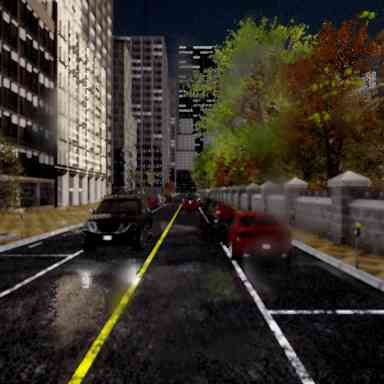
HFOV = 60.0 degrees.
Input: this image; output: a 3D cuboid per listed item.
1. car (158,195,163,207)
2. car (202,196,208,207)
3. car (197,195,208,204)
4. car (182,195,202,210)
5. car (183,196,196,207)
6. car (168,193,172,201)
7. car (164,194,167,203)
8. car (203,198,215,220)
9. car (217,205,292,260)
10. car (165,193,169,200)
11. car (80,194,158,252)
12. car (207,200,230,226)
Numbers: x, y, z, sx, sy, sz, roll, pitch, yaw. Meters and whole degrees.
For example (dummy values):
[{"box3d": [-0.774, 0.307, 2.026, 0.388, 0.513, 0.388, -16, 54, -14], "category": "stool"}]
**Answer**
[{"box3d": [-5.812, 1.261, 47.757, 2.192, 1.841, 5.009, 0, 0, -1], "category": "car"}, {"box3d": [2.262, 1.519, 42.178, 1.947, 1.339, 4.313, 0, 0, -1], "category": "car"}, {"box3d": [2.069, 1.360, 64.376, 1.967, 1.590, 4.097, 0, 0, 0], "category": "car"}, {"box3d": [-0.216, 1.306, 41.871, 2.097, 1.767, 4.553, 0, 0, 0], "category": "car"}, {"box3d": [-0.390, 1.444, 52.596, 1.837, 1.490, 4.892, 0, 0, -1], "category": "car"}, {"box3d": [-5.957, 1.209, 81.002, 2.192, 1.841, 5.009, 0, 0, -1], "category": "car"}, {"box3d": [-5.908, 1.511, 58.839, 1.802, 1.307, 4.206, 0, 0, -1], "category": "car"}, {"box3d": [2.359, 1.532, 31.078, 1.947, 1.339, 4.313, 0, 0, 0], "category": "car"}, {"box3d": [2.190, 1.466, 12.346, 1.882, 1.535, 5.008, 0, 0, 0], "category": "car"}, {"box3d": [-5.955, 1.446, 64.209, 1.752, 1.417, 4.829, 0, 0, 0], "category": "car"}, {"box3d": [-2.912, 1.208, 14.167, 2.150, 2.045, 5.566, 0, 0, 0], "category": "car"}, {"box3d": [2.408, 1.555, 25.529, 1.802, 1.307, 4.206, 0, 0, 0], "category": "car"}]
